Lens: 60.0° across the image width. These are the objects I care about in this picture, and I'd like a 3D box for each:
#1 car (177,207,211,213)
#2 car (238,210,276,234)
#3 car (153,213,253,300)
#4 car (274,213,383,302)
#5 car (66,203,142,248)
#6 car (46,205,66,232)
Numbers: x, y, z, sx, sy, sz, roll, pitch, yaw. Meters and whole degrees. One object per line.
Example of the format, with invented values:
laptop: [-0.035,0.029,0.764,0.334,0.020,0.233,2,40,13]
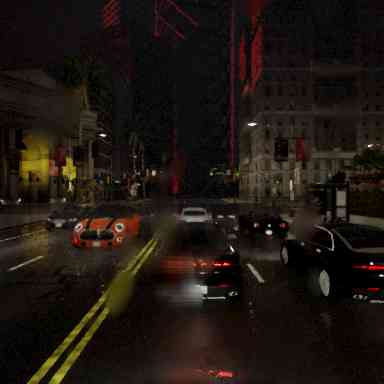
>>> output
car: [0.114,1.525,18.017,1.812,1.442,4.674,0,0,0]
car: [3.623,1.601,17.857,1.895,1.301,4.718,0,0,0]
car: [0.120,1.505,8.382,1.837,1.490,4.892,0,0,0]
car: [3.622,1.506,8.207,1.837,1.490,4.892,0,0,0]
car: [-3.551,1.351,14.659,2.097,1.767,4.553,0,0,0]
car: [-7.002,1.493,19.981,2.128,1.511,4.902,0,0,1]
